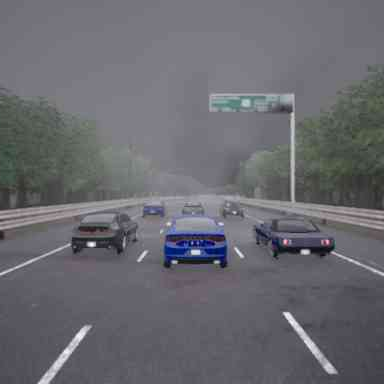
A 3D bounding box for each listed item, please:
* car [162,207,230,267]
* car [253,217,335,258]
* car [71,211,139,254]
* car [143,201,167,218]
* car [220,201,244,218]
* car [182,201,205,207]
[{"bbox_3d":[0.103,1.494,11.508,1.882,1.535,5.008,0,0,0],"label":"car"},{"bbox_3d":[3.605,1.619,12.784,1.895,1.301,4.718,0,0,0],"label":"car"},{"bbox_3d":[-3.395,1.524,13.662,1.837,1.490,4.892,0,0,0],"label":"car"},{"bbox_3d":[-3.389,1.537,31.127,1.882,1.535,5.008,0,0,0],"label":"car"},{"bbox_3d":[3.610,1.582,30.559,1.812,1.442,4.674,0,0,0],"label":"car"},{"bbox_3d":[0.108,1.545,29.529,2.128,1.511,4.902,0,0,0],"label":"car"}]
